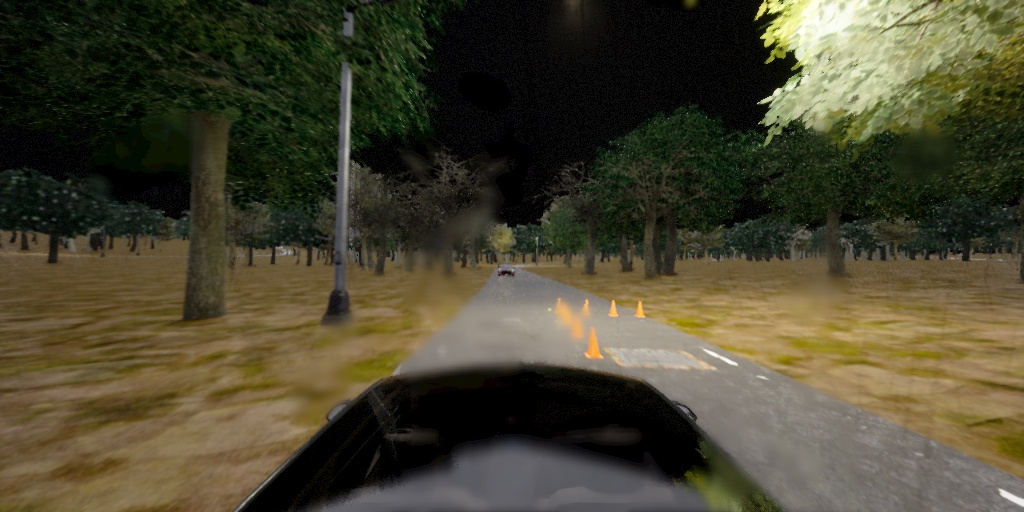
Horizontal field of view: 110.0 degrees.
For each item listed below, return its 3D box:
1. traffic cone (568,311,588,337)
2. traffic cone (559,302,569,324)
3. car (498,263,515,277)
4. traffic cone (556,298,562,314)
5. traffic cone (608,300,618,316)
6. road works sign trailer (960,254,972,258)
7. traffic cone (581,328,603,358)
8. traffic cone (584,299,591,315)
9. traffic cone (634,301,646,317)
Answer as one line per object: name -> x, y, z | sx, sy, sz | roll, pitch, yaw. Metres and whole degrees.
traffic cone -> 1.760, 1.851, 9.620 | 0.340, 0.580, 0.340 | 0, 0, 1
traffic cone -> 1.796, 1.878, 11.620 | 0.340, 0.580, 0.340 | 0, 0, 1
car -> -0.718, 1.707, 45.348 | 2.097, 1.767, 4.553 | 2, -1, -2
traffic cone -> 1.831, 1.905, 13.620 | 0.340, 0.580, 0.340 | 0, 0, 1
traffic cone -> 3.830, 1.959, 13.584 | 0.340, 0.580, 0.340 | 0, 0, 1
road works sign trailer -> 2.876, 0.278, 0.599 | 2.380, 3.560, 2.880 | 0, 0, 1
traffic cone -> 1.725, 1.825, 7.621 | 0.340, 0.580, 0.340 | 0, 0, 1
traffic cone -> 2.830, 1.932, 13.602 | 0.340, 0.580, 0.340 | 0, 0, 1
traffic cone -> 4.829, 1.986, 13.565 | 0.340, 0.580, 0.340 | 0, 0, 1
